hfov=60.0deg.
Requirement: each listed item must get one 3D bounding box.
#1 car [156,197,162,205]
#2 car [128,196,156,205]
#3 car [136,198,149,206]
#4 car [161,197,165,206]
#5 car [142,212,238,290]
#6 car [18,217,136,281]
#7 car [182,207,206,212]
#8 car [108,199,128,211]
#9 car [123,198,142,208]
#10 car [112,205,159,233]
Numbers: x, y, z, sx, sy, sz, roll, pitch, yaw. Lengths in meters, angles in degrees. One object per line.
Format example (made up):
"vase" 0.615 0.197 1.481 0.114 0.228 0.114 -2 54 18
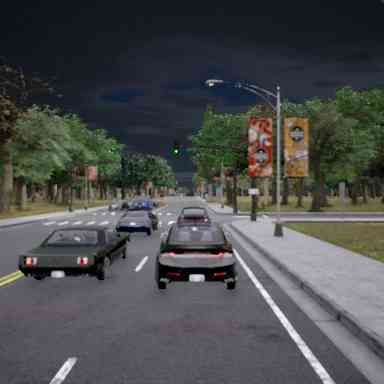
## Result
"car" -6.508 1.937 54.524 1.895 1.301 4.718 0 0 0
"car" -6.528 1.491 44.208 2.150 2.045 5.566 0 0 0
"car" -9.682 1.914 65.286 1.837 1.490 4.892 0 -1 1
"car" -6.438 1.758 65.060 2.097 1.767 4.553 0 0 1
"car" 0.106 1.545 9.188 2.128 1.511 4.902 0 0 0
"car" -3.139 1.658 10.030 1.895 1.301 4.718 0 0 0
"car" 0.114 1.620 19.372 1.837 1.490 4.892 0 0 0
"car" -9.770 1.763 44.555 2.128 1.511 4.902 0 0 2
"car" -9.757 1.830 54.928 2.128 1.511 4.902 0 0 0
"car" -3.137 1.680 19.738 1.994 1.385 4.181 0 0 0
